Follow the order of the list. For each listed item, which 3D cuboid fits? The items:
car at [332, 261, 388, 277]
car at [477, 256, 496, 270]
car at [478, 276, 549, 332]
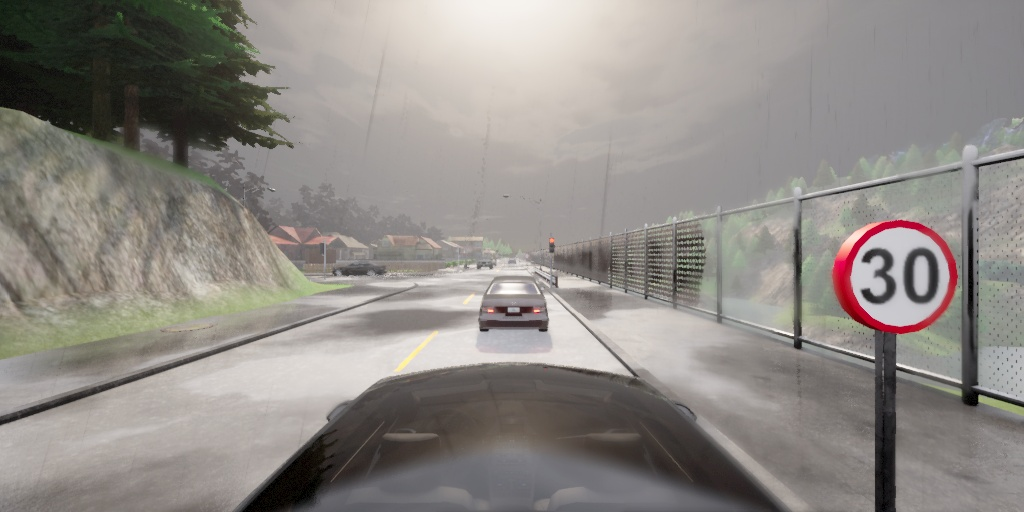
[{"bbox_3d":[-14.518,1.227,34.322,5.008,1.535,1.882,0,0,1],"label":"car"},{"bbox_3d":[-4.069,0.971,54.730,2.150,2.045,5.566,0,0,0],"label":"car"},{"bbox_3d":[0.052,1.297,10.835,2.033,1.411,5.357,0,0,0],"label":"car"}]
